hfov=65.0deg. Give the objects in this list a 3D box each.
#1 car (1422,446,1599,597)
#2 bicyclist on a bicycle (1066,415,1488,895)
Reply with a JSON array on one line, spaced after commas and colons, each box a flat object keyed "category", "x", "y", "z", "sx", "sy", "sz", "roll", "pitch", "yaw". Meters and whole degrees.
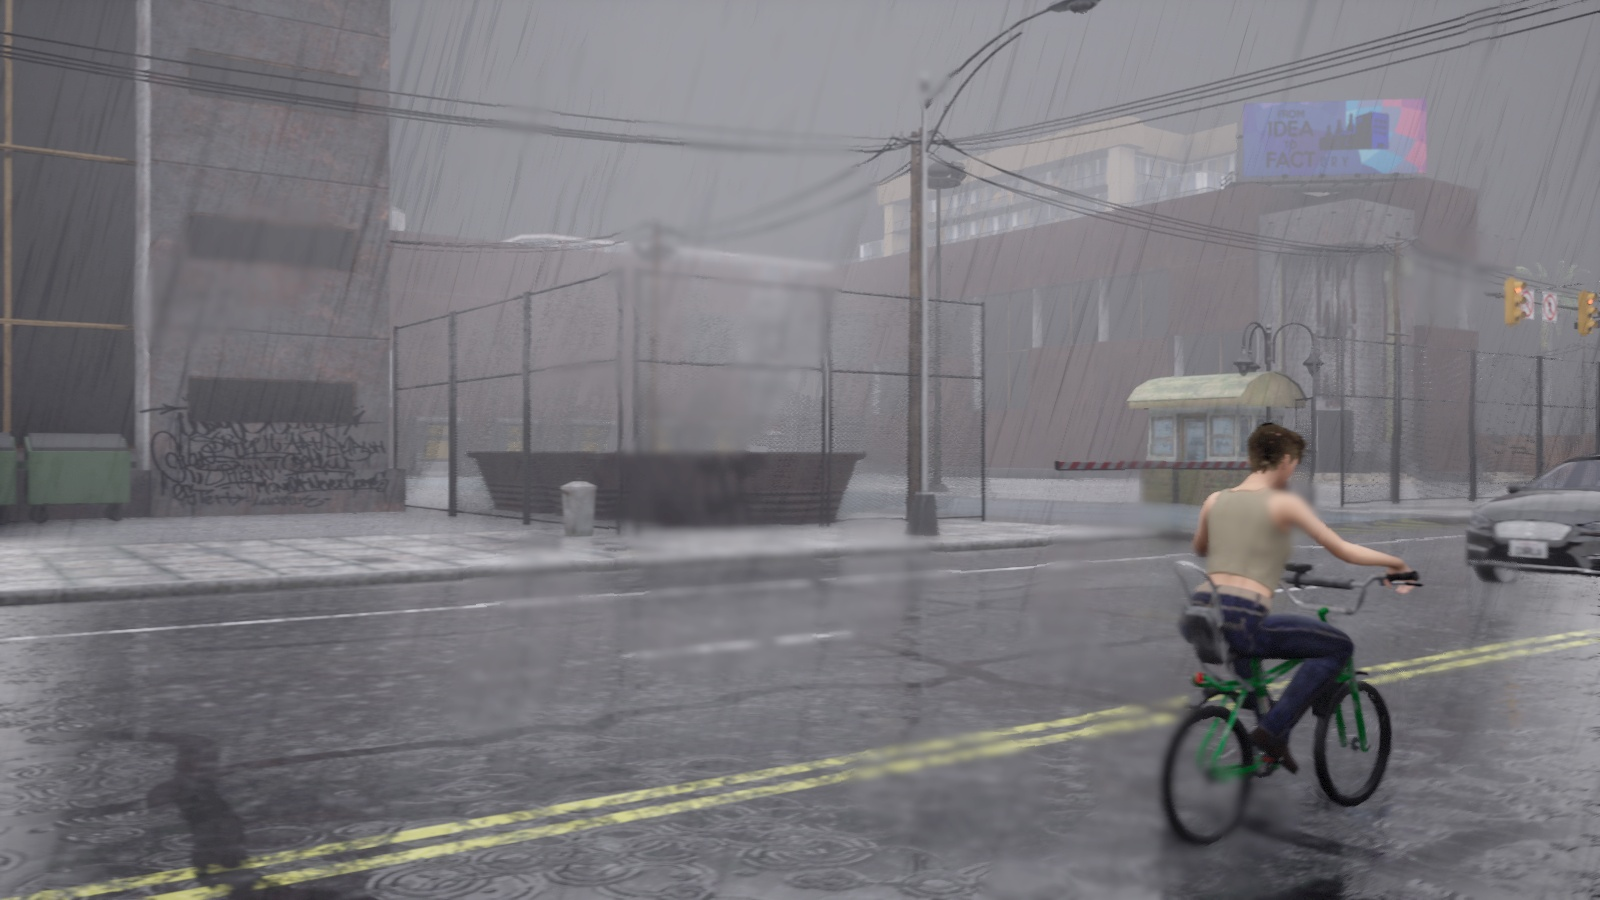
[{"category": "car", "x": 9.576, "y": 0.717, "z": 14.581, "sx": 4.902, "sy": 1.511, "sz": 2.128, "roll": 0, "pitch": 0, "yaw": -35}, {"category": "bicyclist on a bicycle", "x": 1.912, "y": 0.690, "z": 5.002, "sx": 1.509, "sy": 1.612, "sz": 0.866, "roll": 0, "pitch": 0, "yaw": -35}]
